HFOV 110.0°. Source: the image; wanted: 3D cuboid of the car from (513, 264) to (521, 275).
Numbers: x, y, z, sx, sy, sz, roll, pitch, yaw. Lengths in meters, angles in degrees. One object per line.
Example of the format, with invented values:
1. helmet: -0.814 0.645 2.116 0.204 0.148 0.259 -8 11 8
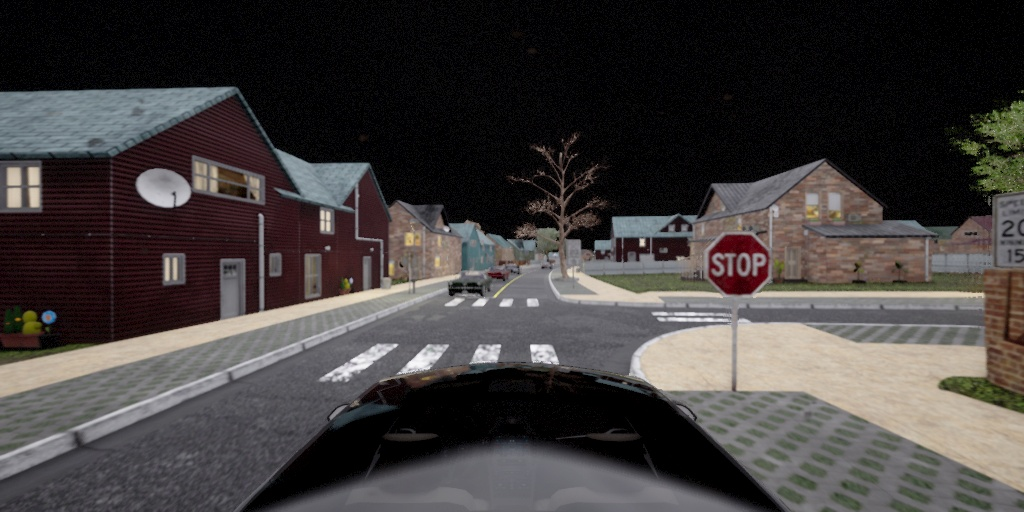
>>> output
1. car: 0.022 1.642 44.811 1.994 1.385 4.181 0 0 8

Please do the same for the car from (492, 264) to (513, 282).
1. car: -1.327 1.584 32.507 1.895 1.301 4.718 0 0 5

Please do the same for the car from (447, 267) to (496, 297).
1. car: -2.238 1.490 20.095 1.895 1.301 4.718 0 0 3
